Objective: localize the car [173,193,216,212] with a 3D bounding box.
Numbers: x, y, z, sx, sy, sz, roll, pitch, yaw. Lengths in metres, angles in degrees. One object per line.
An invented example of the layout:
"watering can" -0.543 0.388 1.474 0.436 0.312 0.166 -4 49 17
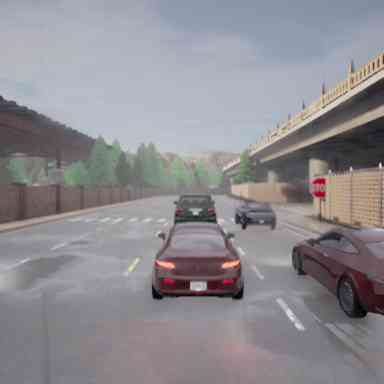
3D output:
"car" 0.148 1.060 18.427 2.150 2.045 5.566 0 1 0

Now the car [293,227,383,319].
"car" 3.608 1.462 7.077 1.812 1.442 4.674 0 1 0

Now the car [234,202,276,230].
"car" 3.646 1.317 19.775 2.128 1.511 4.902 0 0 0

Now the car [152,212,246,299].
"car" 0.113 1.454 8.101 1.812 1.442 4.674 0 1 0
